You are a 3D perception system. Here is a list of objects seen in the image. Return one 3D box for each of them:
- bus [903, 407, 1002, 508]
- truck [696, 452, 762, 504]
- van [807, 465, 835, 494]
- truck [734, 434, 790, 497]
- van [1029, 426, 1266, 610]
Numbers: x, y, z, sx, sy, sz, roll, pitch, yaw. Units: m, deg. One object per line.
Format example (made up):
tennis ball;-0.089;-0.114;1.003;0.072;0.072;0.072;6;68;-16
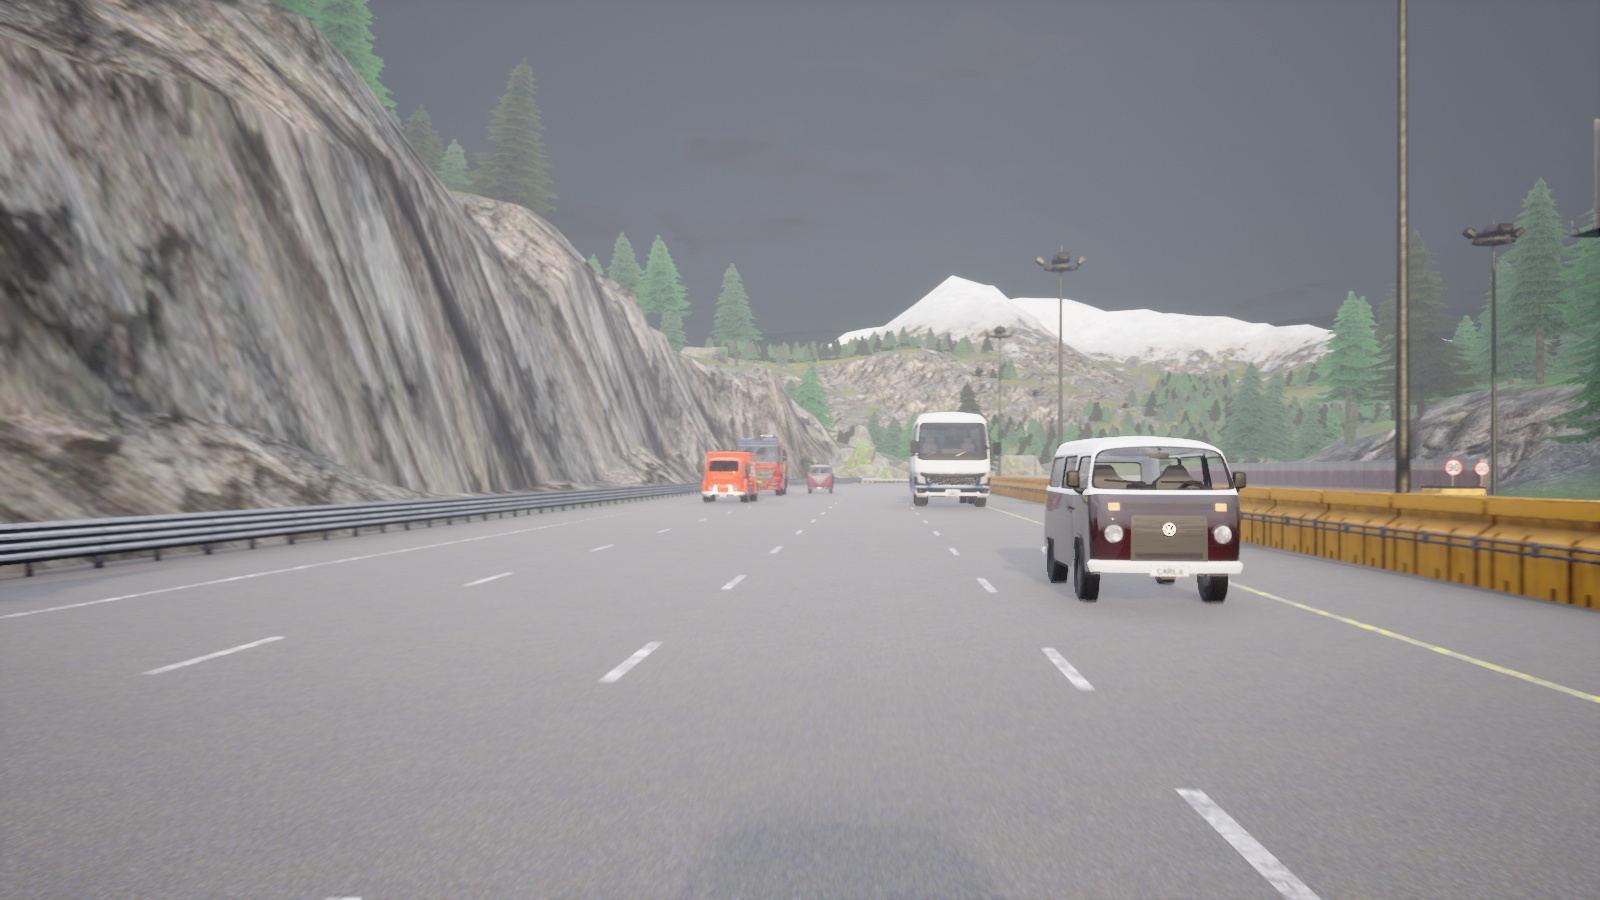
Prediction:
bus;6.871;0.399;58.326;3.944;4.253;10.273;0;-1;4
truck;-3.431;1.369;61.797;2.627;2.467;5.204;0;-1;4
van;1.483;2.020;87.206;1.775;1.987;4.442;0;-1;3
truck;-2.359;0.994;80.313;2.891;3.827;8.468;0;-1;3
van;4.280;0.804;16.265;2.069;2.038;4.480;0;-1;4
